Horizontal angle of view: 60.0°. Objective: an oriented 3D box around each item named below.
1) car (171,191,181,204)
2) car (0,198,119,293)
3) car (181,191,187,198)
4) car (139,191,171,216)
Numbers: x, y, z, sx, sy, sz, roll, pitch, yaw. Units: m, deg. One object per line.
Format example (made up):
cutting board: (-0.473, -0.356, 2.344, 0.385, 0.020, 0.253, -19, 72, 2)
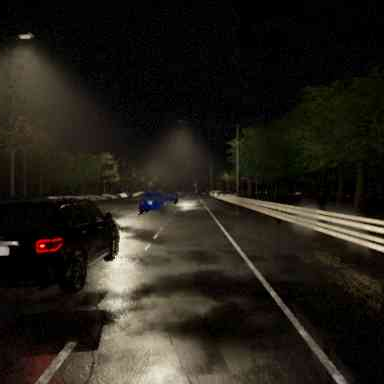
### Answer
car: (-3.383, 0.835, 53.535, 2.150, 2.045, 5.566, 0, 0, 0)
car: (-3.499, 1.157, 8.780, 2.150, 2.045, 5.566, 0, 0, 0)
car: (-3.258, 0.691, 91.665, 2.097, 1.767, 4.553, 0, 0, 0)
car: (-3.459, 1.003, 30.375, 2.150, 2.045, 5.566, 0, 0, 0)
